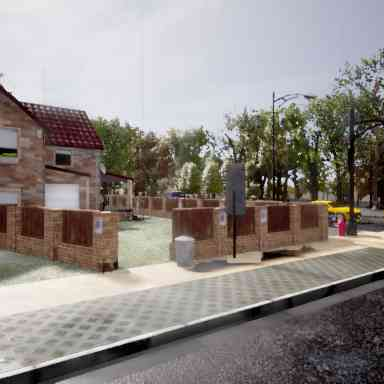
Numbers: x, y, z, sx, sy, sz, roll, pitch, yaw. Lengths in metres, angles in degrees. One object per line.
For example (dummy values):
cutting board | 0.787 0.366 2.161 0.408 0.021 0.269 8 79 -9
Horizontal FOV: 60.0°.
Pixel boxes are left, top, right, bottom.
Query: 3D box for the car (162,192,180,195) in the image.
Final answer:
car | -3.927 1.037 56.999 2.150 2.045 5.566 0 0 -35

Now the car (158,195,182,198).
car | -1.899 1.409 42.612 2.033 1.411 5.357 0 0 -35

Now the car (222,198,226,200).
car | 4.269 1.396 33.935 2.128 1.511 4.902 0 0 -35

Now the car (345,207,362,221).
car | 10.309 1.423 25.451 1.882 1.535 5.008 0 0 -35

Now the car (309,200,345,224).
car | 7.818 1.468 23.343 1.812 1.442 4.674 0 0 -35
